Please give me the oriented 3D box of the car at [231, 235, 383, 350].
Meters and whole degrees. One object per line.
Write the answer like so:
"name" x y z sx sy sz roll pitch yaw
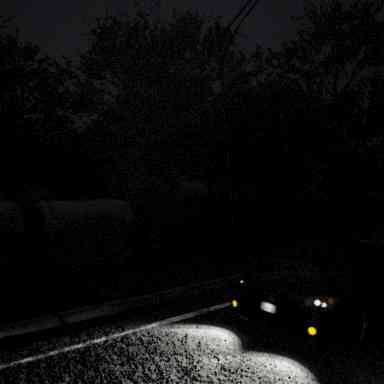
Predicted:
"car" 2.706 1.546 6.249 4.181 1.385 1.994 0 0 -39
